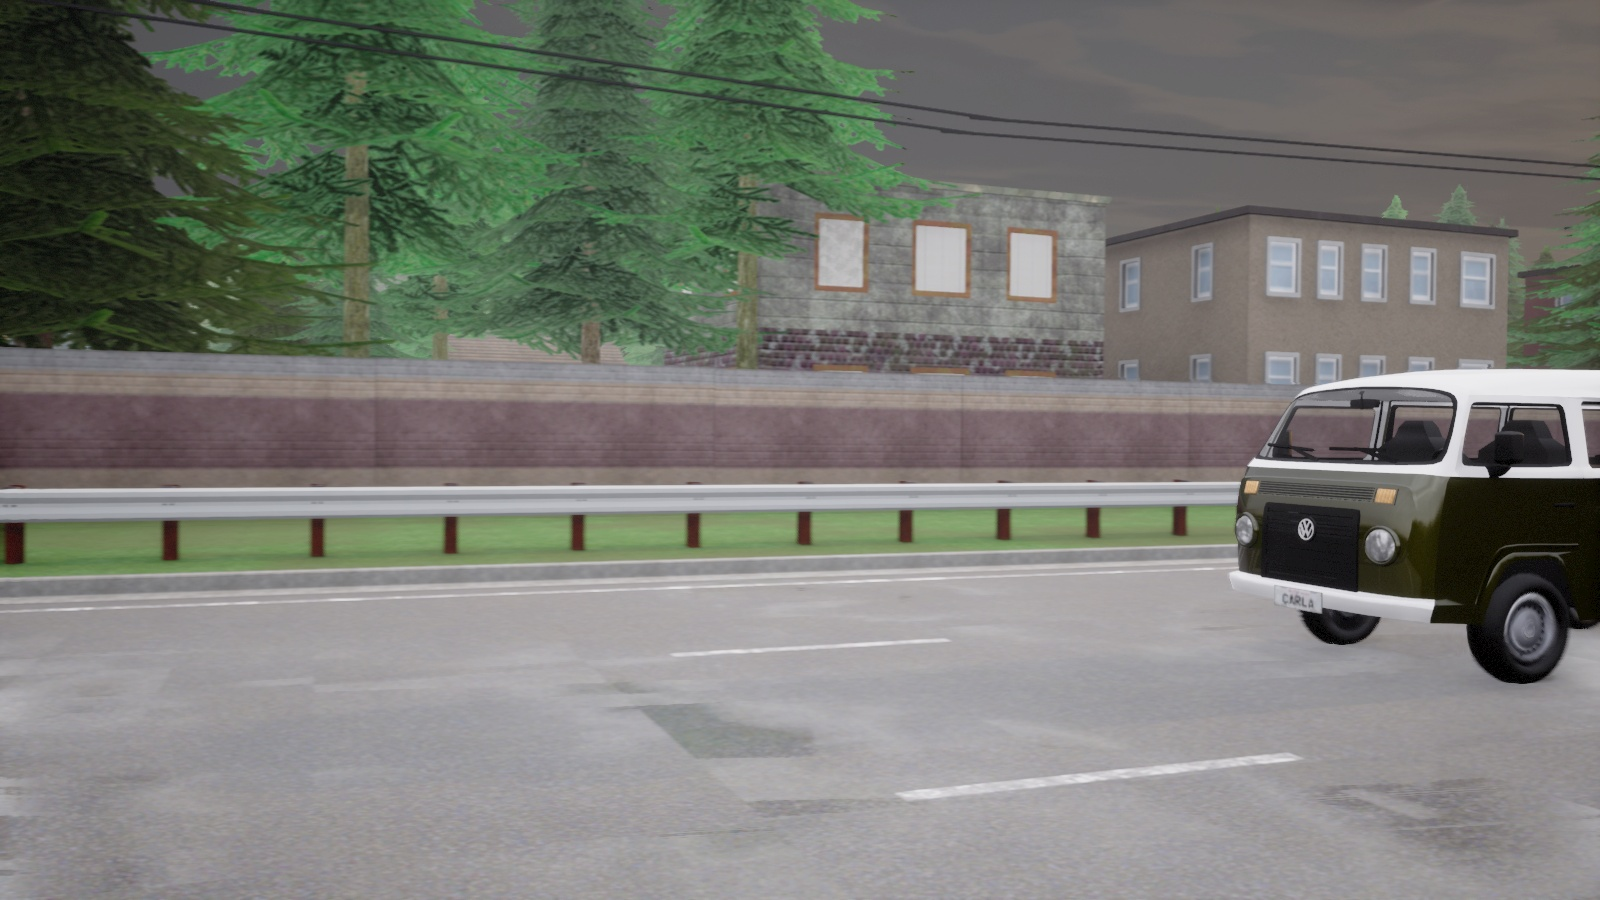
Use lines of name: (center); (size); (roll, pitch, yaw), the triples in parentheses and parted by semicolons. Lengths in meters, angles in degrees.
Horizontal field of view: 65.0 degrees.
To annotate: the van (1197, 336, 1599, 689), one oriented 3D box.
van: (5.371, 0.316, 9.018); (4.480, 2.038, 2.069); (-1, 1, -21)
